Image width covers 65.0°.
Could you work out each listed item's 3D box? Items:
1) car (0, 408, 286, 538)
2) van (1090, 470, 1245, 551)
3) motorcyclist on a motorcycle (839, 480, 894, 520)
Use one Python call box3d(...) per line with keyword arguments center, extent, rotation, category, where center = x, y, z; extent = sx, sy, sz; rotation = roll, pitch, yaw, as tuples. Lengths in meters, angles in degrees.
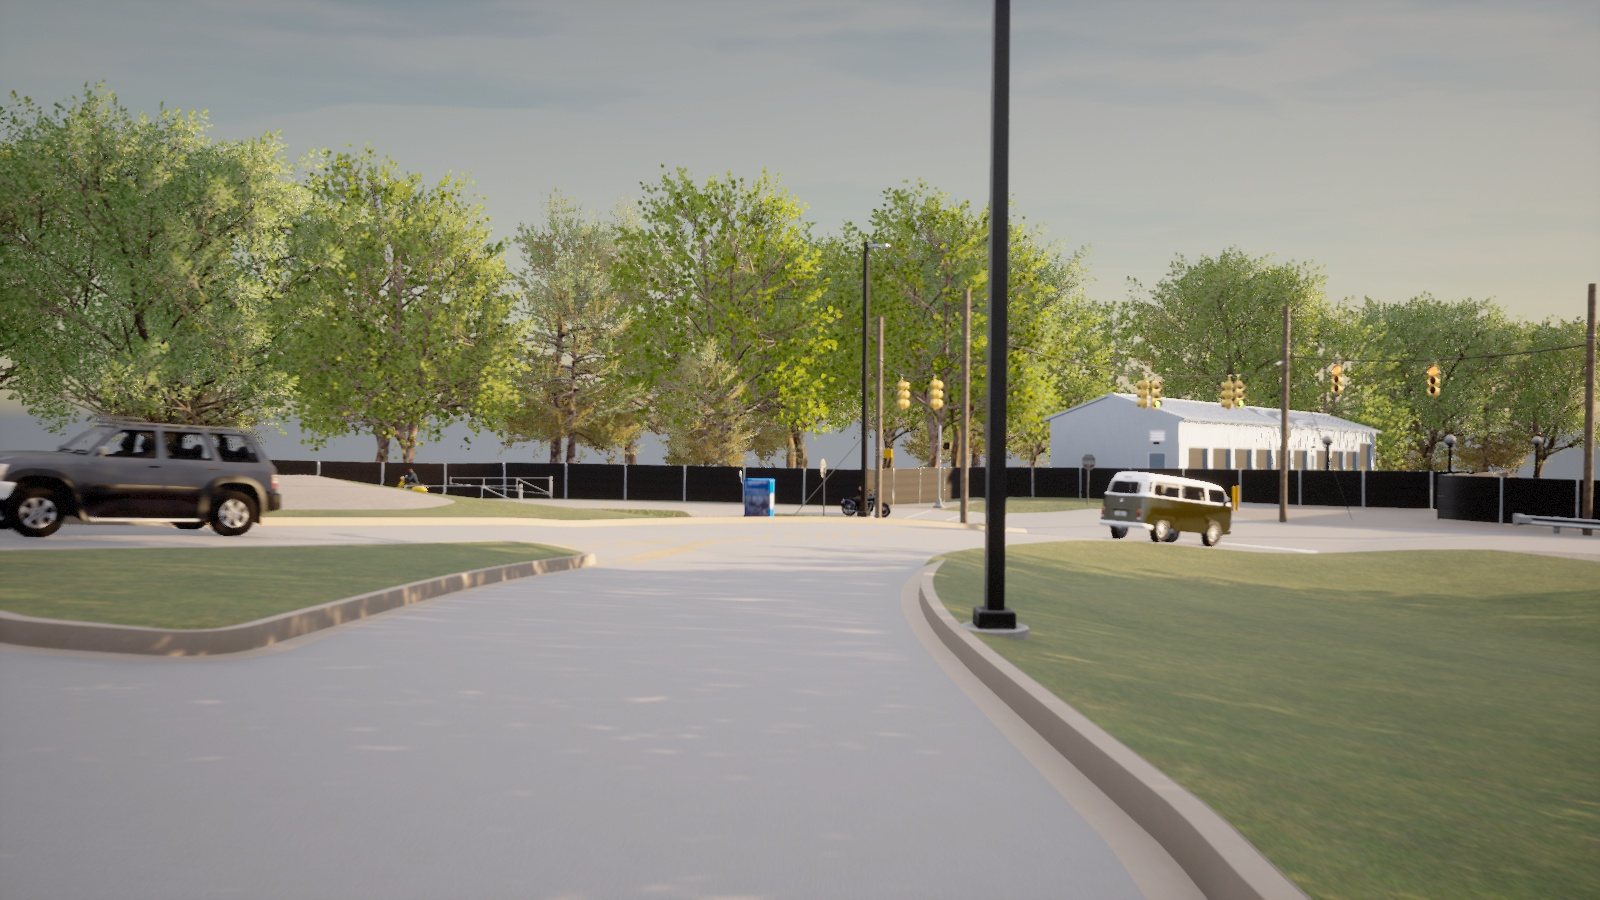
box3d(center=(-10.863, 0.387, 19.826), extent=(1.932, 1.855, 4.605), rotation=(2, -1, 42), category="car")
box3d(center=(11.213, 1.846, 38.204), extent=(4.480, 2.038, 2.069), rotation=(7, -3, -35), category="van")
box3d(center=(3.006, 2.247, 56.783), extent=(2.350, 1.649, 0.766), rotation=(2, 2, 20), category="motorcyclist on a motorcycle")
